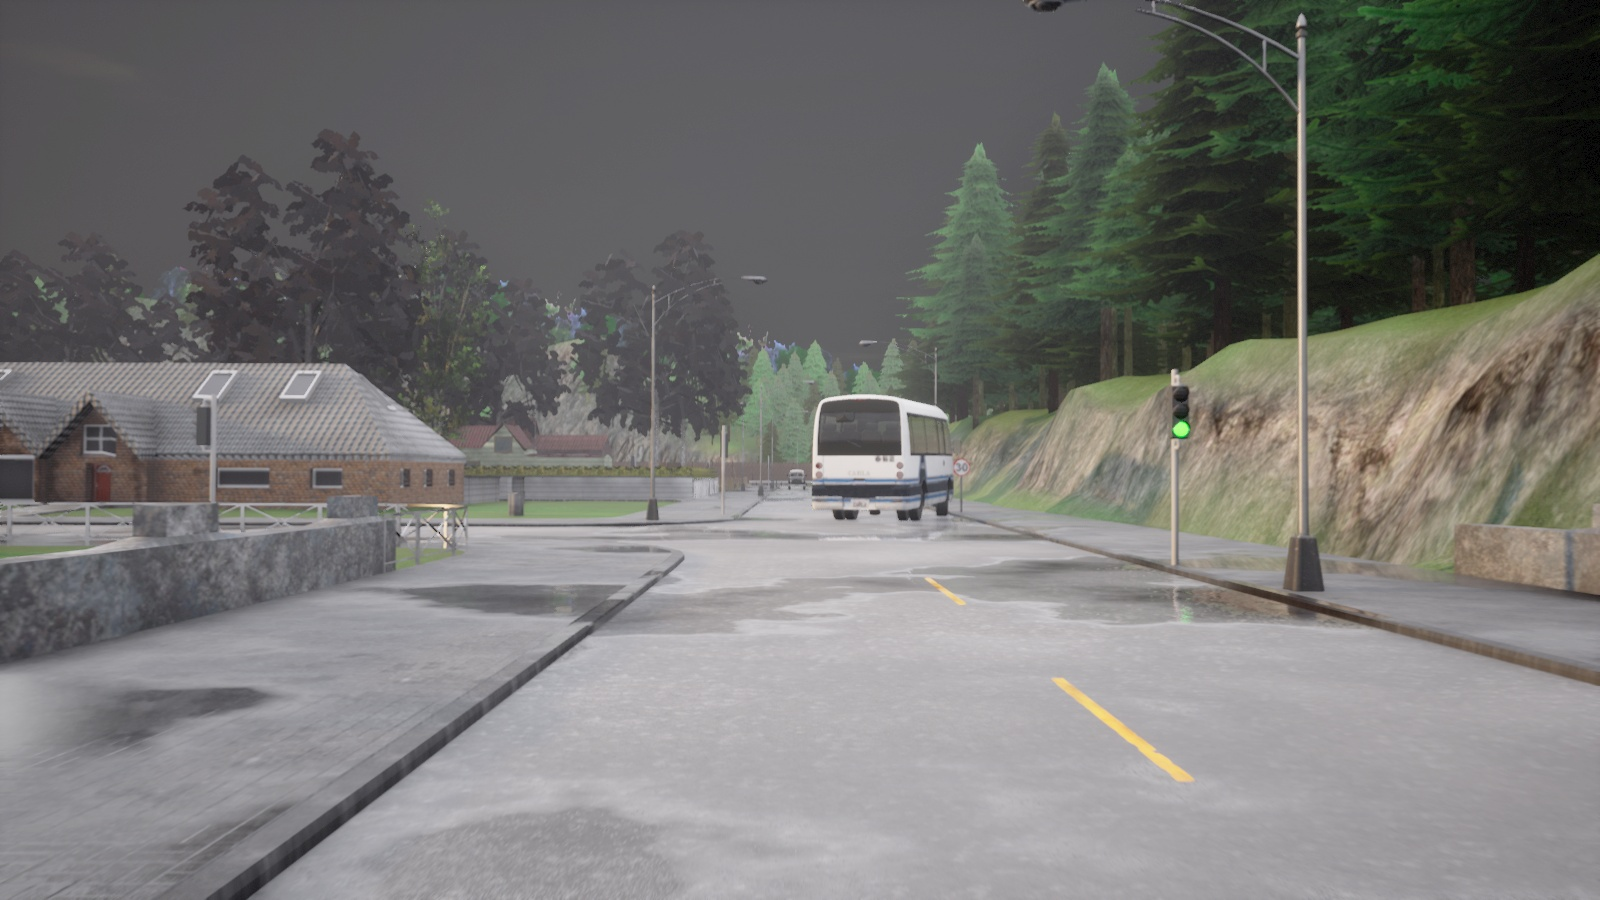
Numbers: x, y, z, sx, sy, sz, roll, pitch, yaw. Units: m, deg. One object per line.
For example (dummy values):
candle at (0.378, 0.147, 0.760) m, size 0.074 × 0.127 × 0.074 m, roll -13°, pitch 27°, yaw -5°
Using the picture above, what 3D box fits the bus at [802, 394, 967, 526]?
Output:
bus at (3.369, 0.362, 45.723) m, size 3.944 × 4.253 × 10.273 m, roll -1°, pitch 0°, yaw 16°
